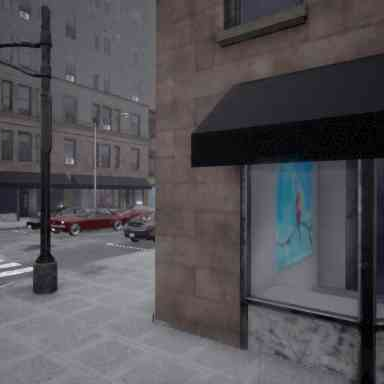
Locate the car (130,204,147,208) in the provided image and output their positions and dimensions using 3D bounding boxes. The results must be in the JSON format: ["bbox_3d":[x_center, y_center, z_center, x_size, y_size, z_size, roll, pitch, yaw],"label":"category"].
[{"bbox_3d":[-4.503,1.584,24.966,1.802,1.307,4.206,0,0,35],"label":"car"}]

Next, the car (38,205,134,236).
[{"bbox_3d":[-5.797,1.606,18.767,1.895,1.301,4.718,0,0,35],"label":"car"}]

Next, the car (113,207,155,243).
[{"bbox_3d":[-1.253,1.573,15.686,2.008,1.369,4.403,0,0,35],"label":"car"}]

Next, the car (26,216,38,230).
[{"bbox_3d":[-7.795,1.564,20.335,1.947,1.339,4.313,0,0,35],"label":"car"}]
